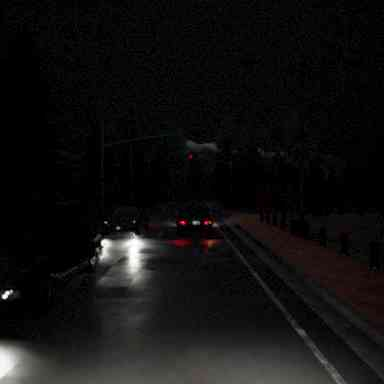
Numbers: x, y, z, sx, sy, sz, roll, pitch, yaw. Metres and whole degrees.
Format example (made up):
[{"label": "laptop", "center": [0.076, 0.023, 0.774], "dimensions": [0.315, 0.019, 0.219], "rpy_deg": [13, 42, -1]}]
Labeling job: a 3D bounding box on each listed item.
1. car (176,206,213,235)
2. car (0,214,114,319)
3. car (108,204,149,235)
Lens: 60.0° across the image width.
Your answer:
[{"label": "car", "center": [0.131, 1.450, 17.932], "dimensions": [2.033, 1.411, 5.357], "rpy_deg": [0, 0, 0]}, {"label": "car", "center": [-3.571, 1.505, 7.766], "dimensions": [2.033, 1.411, 5.357], "rpy_deg": [0, 0, 1]}, {"label": "car", "center": [-3.480, 1.427, 18.125], "dimensions": [1.812, 1.442, 4.674], "rpy_deg": [0, 0, 1]}]
